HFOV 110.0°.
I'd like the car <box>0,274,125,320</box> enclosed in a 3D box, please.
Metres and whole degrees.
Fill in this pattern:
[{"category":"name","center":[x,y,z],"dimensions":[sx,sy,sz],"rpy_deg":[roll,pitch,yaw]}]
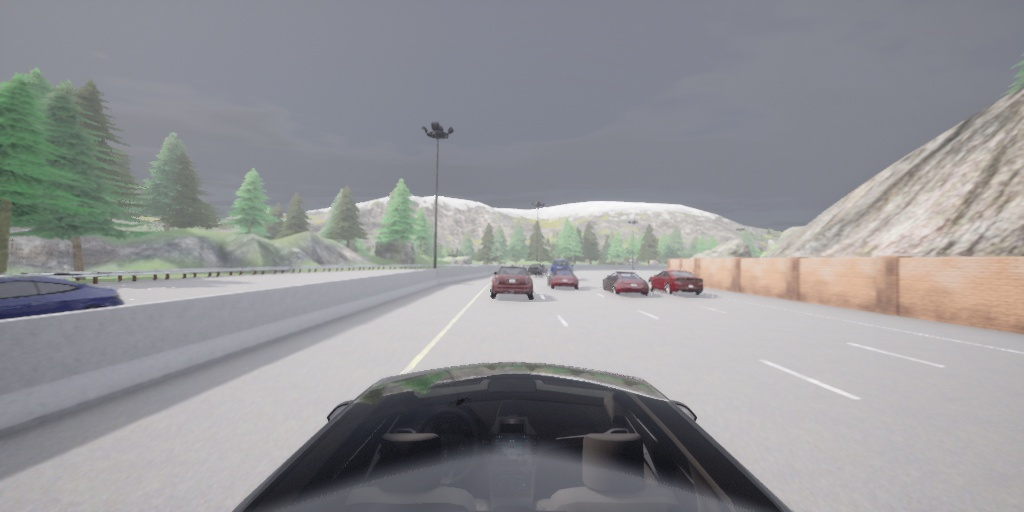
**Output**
[{"category":"car","center":[-10.679,1.113,7.112],"dimensions":[1.812,1.442,4.674],"rpy_deg":[1,-1,0]}]

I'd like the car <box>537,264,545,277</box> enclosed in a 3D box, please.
[{"category":"car","center":[3.280,1.738,43.920],"dimensions":[1.837,1.490,4.892],"rpy_deg":[0,-1,18]}]

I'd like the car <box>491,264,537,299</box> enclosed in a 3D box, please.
[{"category":"car","center":[0.020,1.280,19.721],"dimensions":[2.097,1.767,4.553],"rpy_deg":[1,-1,0]}]

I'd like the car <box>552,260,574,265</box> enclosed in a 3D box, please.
[{"category":"car","center":[5.506,1.457,39.408],"dimensions":[2.150,2.045,5.566],"rpy_deg":[1,0,13]}]

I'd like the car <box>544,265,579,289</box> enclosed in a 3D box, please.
[{"category":"car","center":[3.667,1.630,26.260],"dimensions":[1.994,1.385,4.181],"rpy_deg":[1,-1,2]}]

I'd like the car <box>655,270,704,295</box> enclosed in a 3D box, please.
[{"category":"car","center":[10.565,1.655,23.477],"dimensions":[1.882,1.535,5.008],"rpy_deg":[1,0,2]}]

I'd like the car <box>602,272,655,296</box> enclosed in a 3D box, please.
[{"category":"car","center":[7.036,1.663,22.619],"dimensions":[1.994,1.385,4.181],"rpy_deg":[1,0,1]}]
